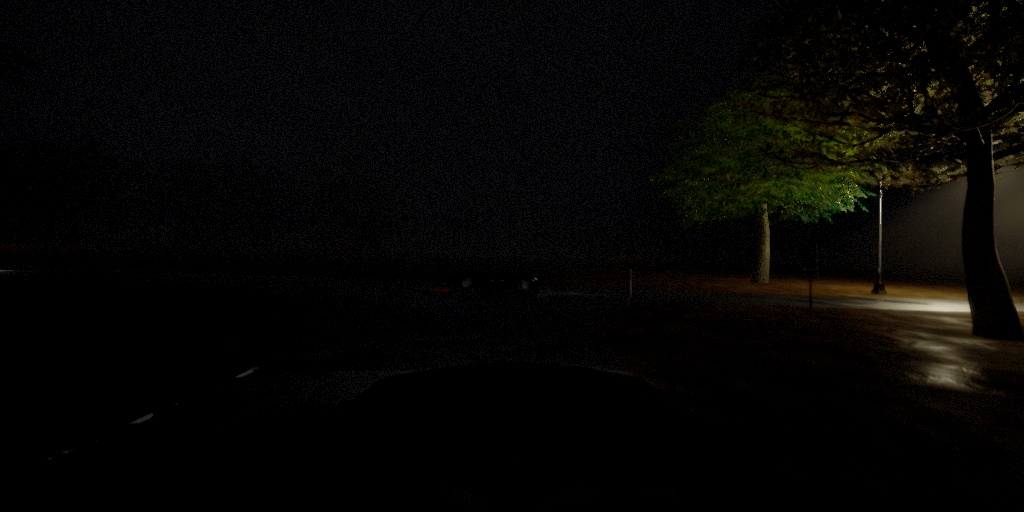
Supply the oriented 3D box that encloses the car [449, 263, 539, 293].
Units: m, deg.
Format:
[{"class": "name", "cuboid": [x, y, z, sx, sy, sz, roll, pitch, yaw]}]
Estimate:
[{"class": "car", "cuboid": [-0.992, 1.167, 20.155, 5.008, 1.535, 1.882, 2, -1, -3]}]
